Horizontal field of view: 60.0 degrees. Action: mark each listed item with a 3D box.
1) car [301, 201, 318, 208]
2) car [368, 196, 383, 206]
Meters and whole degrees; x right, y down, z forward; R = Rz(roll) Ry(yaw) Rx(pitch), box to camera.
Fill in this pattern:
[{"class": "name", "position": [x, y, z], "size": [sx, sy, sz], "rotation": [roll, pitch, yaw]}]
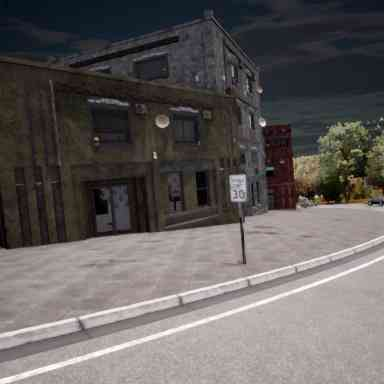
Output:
[{"class": "car", "position": [24.317, 2.513, 69.210], "size": [1.994, 1.385, 4.181], "rotation": [-5, -2, -8]}, {"class": "car", "position": [28.978, 1.393, 51.147], "size": [2.128, 1.511, 4.902], "rotation": [-5, -2, -1]}]
